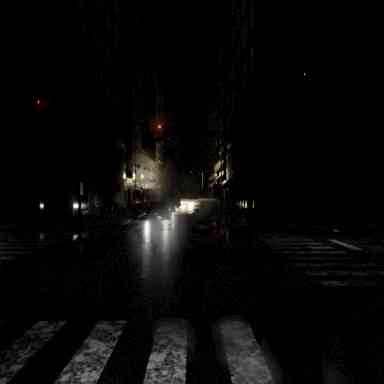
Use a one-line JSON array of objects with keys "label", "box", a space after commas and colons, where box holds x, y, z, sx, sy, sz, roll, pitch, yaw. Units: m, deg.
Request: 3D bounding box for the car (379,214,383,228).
[{"label": "car", "box": [12.342, 1.282, 16.851, 5.009, 1.841, 2.192, 0, 0, 0]}]

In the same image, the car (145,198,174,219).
[{"label": "car", "box": [-2.859, 1.498, 28.963, 1.837, 1.490, 4.892, 0, 0, 0]}]

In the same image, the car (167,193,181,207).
[{"label": "car", "box": [-2.863, 1.197, 49.514, 2.150, 2.045, 5.566, 0, 0, 0]}]

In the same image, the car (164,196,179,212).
[{"label": "car", "box": [-2.855, 1.511, 39.115, 1.812, 1.442, 4.674, 0, 0, 0]}]
